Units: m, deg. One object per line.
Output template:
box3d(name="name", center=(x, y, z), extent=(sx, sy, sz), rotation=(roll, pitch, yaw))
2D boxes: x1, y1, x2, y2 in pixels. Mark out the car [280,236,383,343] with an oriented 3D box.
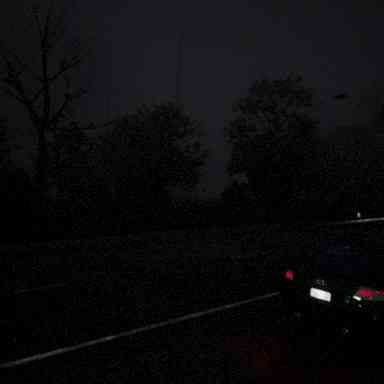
box3d(name="car", center=(3.627, 1.561, 6.335), extent=(4.181, 1.385, 1.994), rotation=(0, 0, -36))
